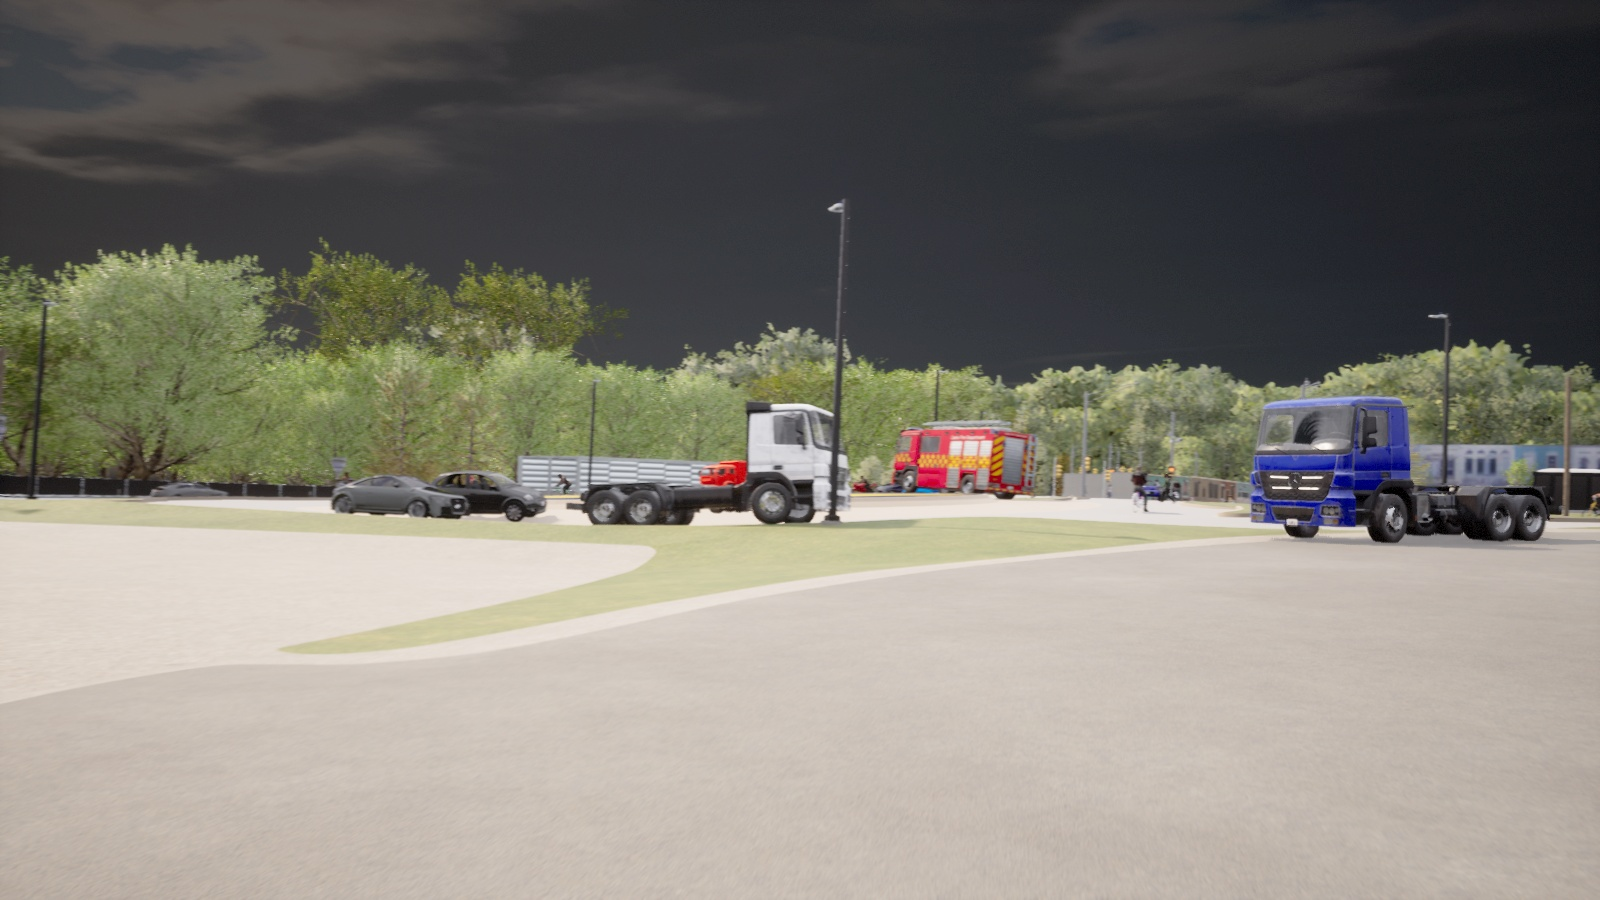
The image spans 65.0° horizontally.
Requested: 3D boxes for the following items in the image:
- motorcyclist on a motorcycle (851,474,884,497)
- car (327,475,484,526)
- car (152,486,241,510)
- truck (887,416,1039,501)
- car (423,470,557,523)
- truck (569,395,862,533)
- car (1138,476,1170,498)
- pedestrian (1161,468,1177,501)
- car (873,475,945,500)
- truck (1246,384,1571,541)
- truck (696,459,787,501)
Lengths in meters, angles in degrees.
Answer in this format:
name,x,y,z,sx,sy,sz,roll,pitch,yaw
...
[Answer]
name,x,y,z,sx,sy,sz,roll,pitch,yaw
motorcyclist on a motorcycle,4.547,2.409,85.039,2.044,1.523,0.797,-1,-1,-16
car,-12.152,1.556,38.733,4.181,1.385,1.994,1,-3,17
car,-40.465,3.217,84.299,2.128,1.511,4.902,0,-2,38
truck,8.224,0.448,64.716,2.891,3.827,8.468,7,-4,-30
car,-10.438,1.550,42.475,3.988,1.617,1.851,0,3,6
truck,-2.466,0.549,36.614,7.936,3.462,2.891,-3,-5,17
car,25.528,2.676,90.416,1.816,1.474,4.193,1,-1,22
pedestrian,21.806,2.034,74.192,0.788,1.949,0.423,1,-3,21
car,6.945,2.379,80.275,4.193,1.474,1.816,0,0,-17
truck,14.939,0.333,30.698,7.936,3.462,2.891,1,-1,-27
truck,-3.697,1.968,79.883,5.204,2.467,2.627,3,-5,-41
